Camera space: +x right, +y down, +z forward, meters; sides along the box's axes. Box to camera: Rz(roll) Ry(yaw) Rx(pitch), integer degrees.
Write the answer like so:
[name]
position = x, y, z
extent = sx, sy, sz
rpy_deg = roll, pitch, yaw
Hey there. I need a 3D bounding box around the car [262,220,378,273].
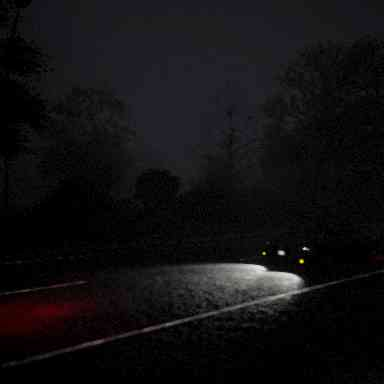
[car]
position = 4.336, 1.666, 11.127
extent = 4.181, 1.385, 1.994
rpy_deg = 1, 0, -34
